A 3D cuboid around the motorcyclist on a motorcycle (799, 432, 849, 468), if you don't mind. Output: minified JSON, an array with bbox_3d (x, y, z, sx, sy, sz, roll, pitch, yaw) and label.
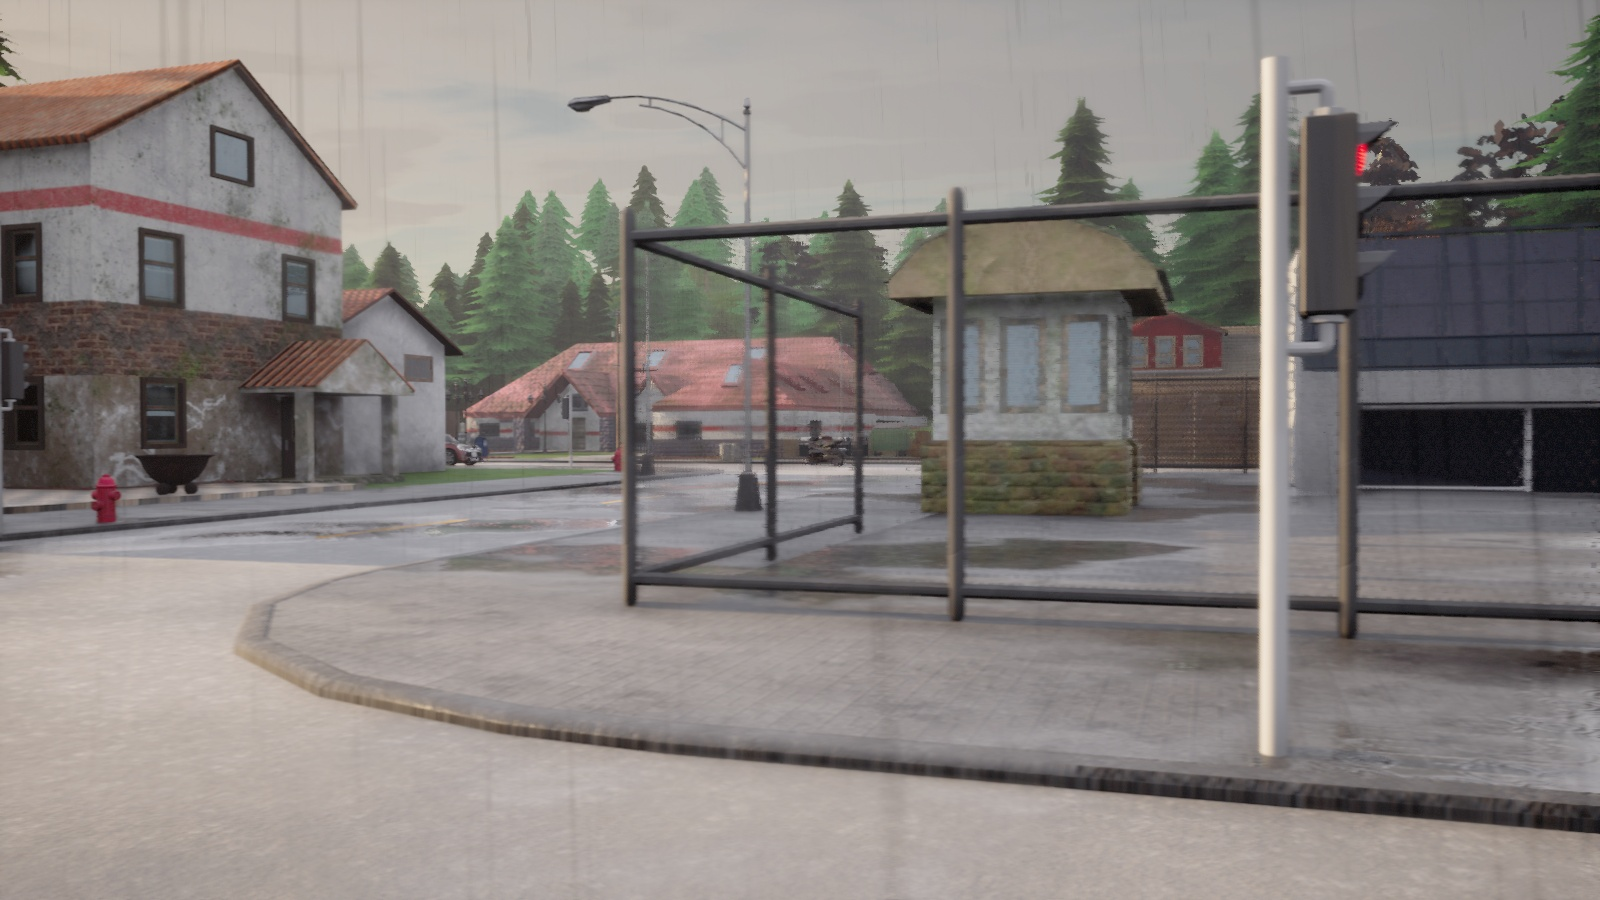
[{"bbox_3d":[1.048,-0.007,54.572,0.866,1.530,2.191,-3,3,-44],"label":"motorcyclist on a motorcycle"}]

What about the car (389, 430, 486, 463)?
[{"bbox_3d":[-16.417,-0.180,56.920,3.806,1.475,1.970,1,1,18],"label":"car"}]
